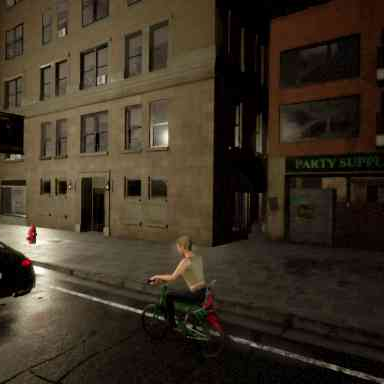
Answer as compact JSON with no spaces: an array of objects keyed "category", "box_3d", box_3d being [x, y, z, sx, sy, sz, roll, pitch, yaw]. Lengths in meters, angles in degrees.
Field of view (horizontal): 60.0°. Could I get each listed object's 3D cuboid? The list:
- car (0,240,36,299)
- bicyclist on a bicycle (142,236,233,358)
[{"category":"car","box_3d":[-5.335,1.562,7.393,4.181,1.385,1.994,0,0,36]},{"category":"bicyclist on a bicycle","box_3d":[-0.175,1.436,4.780,1.509,1.612,0.866,0,0,35]}]
